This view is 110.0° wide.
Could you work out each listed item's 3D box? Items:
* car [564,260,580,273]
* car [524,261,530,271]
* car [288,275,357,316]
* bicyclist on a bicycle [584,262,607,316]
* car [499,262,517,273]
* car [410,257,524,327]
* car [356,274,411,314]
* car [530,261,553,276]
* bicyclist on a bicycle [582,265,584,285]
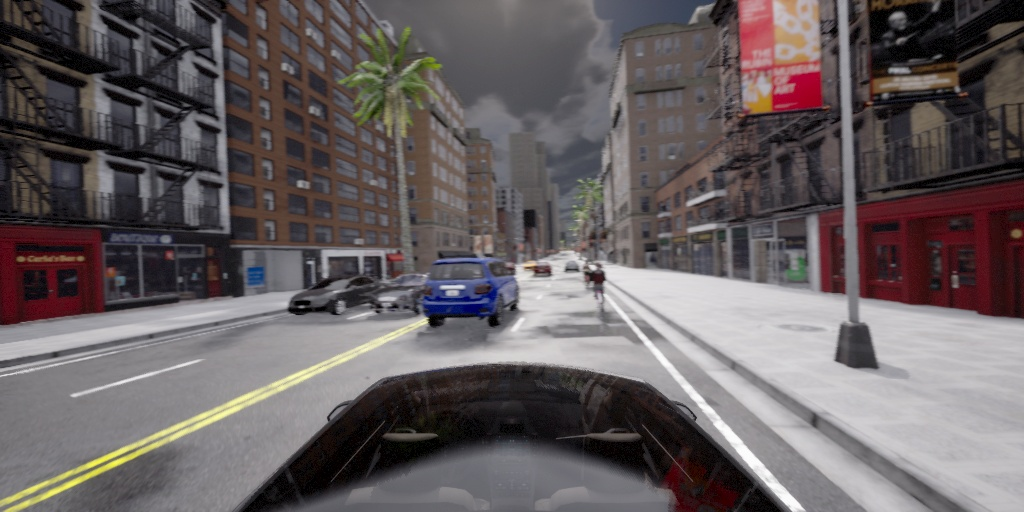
[{"bbox_3d":[7.869,1.402,47.024,1.994,1.385,4.181,-2,-1,10],"label":"car"},{"bbox_3d":[2.922,1.603,57.641,1.882,1.535,5.008,-2,0,10],"label":"car"},{"bbox_3d":[-7.369,1.629,15.617,1.837,1.490,4.892,-2,0,9],"label":"car"},{"bbox_3d":[2.960,1.084,12.309,0.659,1.776,1.843,-2,0,9],"label":"bicyclist on a bicycle"},{"bbox_3d":[-0.600,1.720,56.340,1.882,1.535,5.008,-2,-1,10],"label":"car"},{"bbox_3d":[-1.152,1.088,12.246,2.150,2.045,5.566,-2,0,9],"label":"car"},{"bbox_3d":[-4.124,1.492,15.335,2.128,1.511,4.902,-2,0,9],"label":"car"},{"bbox_3d":[3.535,1.412,40.543,1.882,1.535,5.008,-2,-1,9],"label":"car"},{"bbox_3d":[4.504,1.181,21.637,0.582,1.620,1.656,-2,-1,9],"label":"bicyclist on a bicycle"}]
